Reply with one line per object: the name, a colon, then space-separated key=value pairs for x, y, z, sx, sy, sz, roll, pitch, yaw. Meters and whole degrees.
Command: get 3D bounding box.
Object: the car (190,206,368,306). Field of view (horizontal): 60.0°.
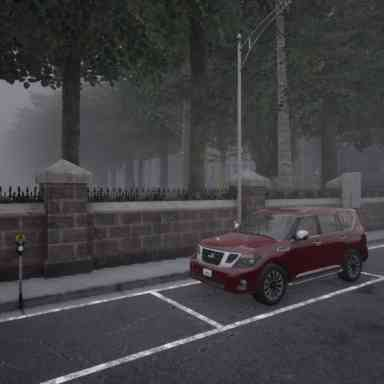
car: x=2.359 y=1.314 z=8.215 sx=5.009 sy=1.841 sz=2.192 roll=0 pitch=0 yaw=-35
